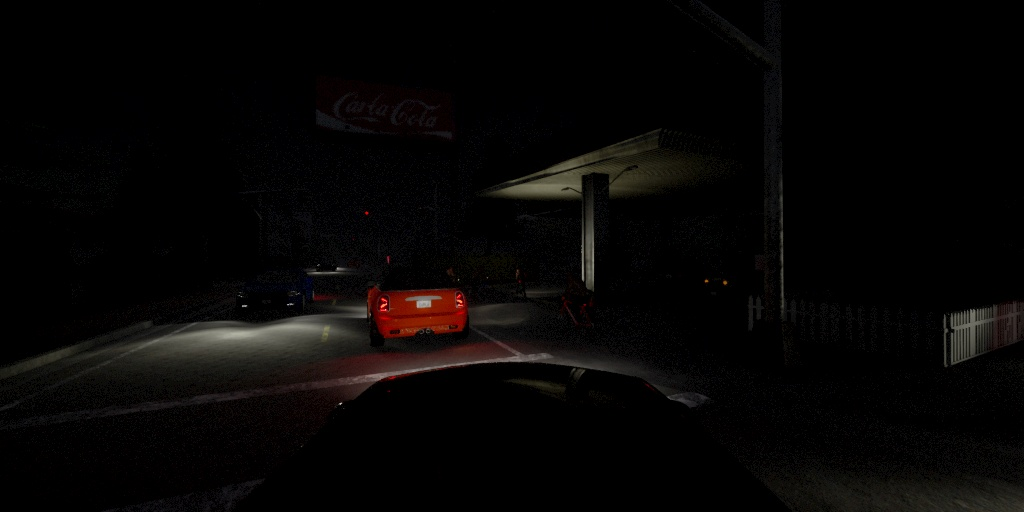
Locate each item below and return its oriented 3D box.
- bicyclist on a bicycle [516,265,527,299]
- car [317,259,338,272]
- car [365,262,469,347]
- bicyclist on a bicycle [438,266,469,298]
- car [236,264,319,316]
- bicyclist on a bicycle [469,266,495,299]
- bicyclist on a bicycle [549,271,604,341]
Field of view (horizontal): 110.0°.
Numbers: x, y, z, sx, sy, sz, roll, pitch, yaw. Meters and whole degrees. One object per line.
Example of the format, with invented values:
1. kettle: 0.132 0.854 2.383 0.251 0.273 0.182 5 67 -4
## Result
1. bicyclist on a bicycle: 0.467 1.297 18.012 0.582 1.620 1.656 0 0 15
2. car: -24.179 1.119 46.705 2.097 1.767 4.553 0 0 -25
3. car: -2.670 1.024 9.436 2.097 1.767 4.553 0 0 -23
4. bicyclist on a bicycle: -2.920 1.270 16.452 1.656 1.620 0.582 1 0 36
5. car: -8.720 1.195 13.558 1.882 1.535 5.008 1 -1 -24
6. bicyclist on a bicycle: -1.639 1.299 17.858 1.656 1.620 0.582 1 0 -22
7. bicyclist on a bicycle: 1.552 1.189 8.821 0.582 1.620 1.656 3 -2 -44
